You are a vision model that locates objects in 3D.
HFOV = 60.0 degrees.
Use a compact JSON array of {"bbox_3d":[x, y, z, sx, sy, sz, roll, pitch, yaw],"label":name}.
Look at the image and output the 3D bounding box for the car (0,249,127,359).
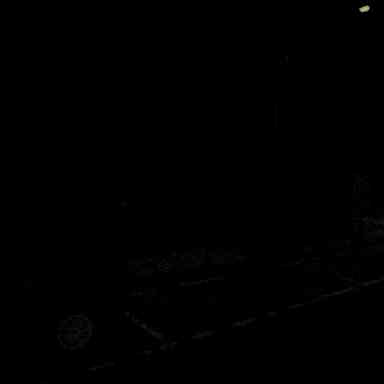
[{"bbox_3d":[-3.139,1.545,4.518,4.507,1.381,1.887,0,1,-35],"label":"car"}]
